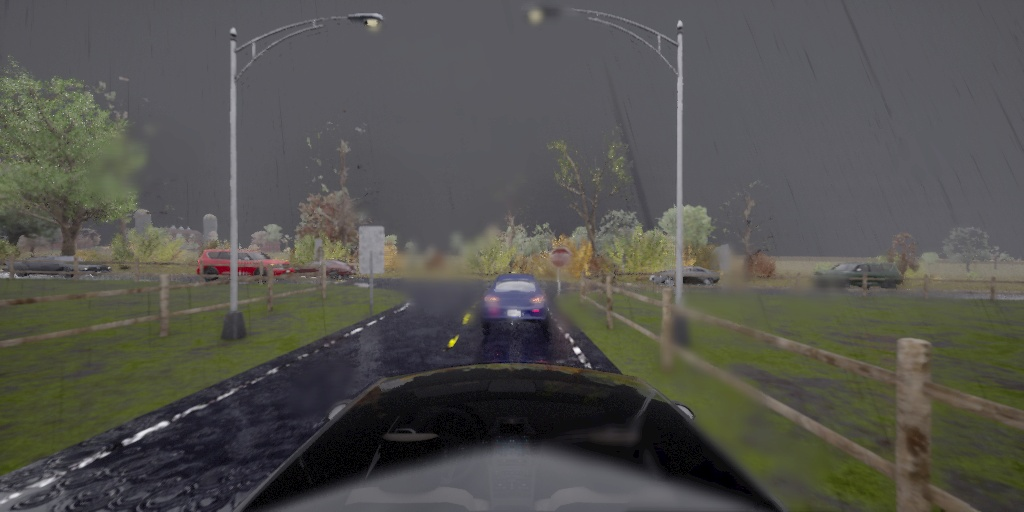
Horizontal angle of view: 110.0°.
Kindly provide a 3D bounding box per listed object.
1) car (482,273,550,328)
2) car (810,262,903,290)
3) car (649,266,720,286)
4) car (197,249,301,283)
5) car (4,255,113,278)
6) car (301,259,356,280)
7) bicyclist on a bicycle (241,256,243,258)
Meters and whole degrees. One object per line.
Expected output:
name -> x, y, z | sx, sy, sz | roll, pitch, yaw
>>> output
car -> 0.148, 1.264, 11.197 | 1.812, 1.442, 4.674 | 0, 0, 1
car -> 25.600, 1.500, 26.727 | 5.566, 2.045, 2.150 | 1, 1, 0
car -> 12.795, 1.496, 26.741 | 4.902, 1.511, 2.128 | 1, 1, 0
car -> -17.602, 0.612, 23.806 | 5.566, 2.045, 2.150 | 1, 1, 0
car -> -30.056, 0.668, 23.825 | 5.357, 1.411, 2.033 | 1, 1, 0
car -> -14.108, 0.952, 26.773 | 4.674, 1.442, 1.812 | 1, 1, 1
bicyclist on a bicycle -> -22.598, 0.671, 29.802 | 0.582, 1.620, 1.656 | 1, 0, 0
